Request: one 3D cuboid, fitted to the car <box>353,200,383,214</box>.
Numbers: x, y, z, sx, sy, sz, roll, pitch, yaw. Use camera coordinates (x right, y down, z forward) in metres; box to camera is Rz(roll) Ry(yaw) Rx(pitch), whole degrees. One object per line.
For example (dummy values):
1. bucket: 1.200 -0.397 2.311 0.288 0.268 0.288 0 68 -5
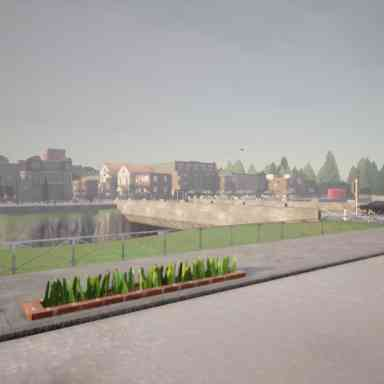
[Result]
1. car: 18.267 1.522 32.473 1.812 1.442 4.674 0 0 -36
